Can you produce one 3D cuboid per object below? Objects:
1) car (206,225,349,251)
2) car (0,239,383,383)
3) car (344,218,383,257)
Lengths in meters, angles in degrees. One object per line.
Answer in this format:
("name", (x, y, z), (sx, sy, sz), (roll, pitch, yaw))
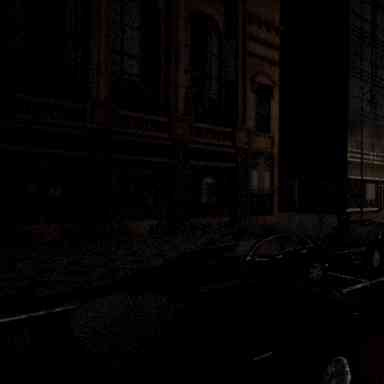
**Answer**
("car", (1.444, 1.551, 7.786), (4.403, 1.369, 2.008), (0, 1, -36))
("car", (-0.138, 1.526, 3.283), (4.674, 1.442, 1.812), (0, 0, -36))
("car", (5.887, 1.554, 10.959), (4.403, 1.369, 2.008), (0, 1, -36))
